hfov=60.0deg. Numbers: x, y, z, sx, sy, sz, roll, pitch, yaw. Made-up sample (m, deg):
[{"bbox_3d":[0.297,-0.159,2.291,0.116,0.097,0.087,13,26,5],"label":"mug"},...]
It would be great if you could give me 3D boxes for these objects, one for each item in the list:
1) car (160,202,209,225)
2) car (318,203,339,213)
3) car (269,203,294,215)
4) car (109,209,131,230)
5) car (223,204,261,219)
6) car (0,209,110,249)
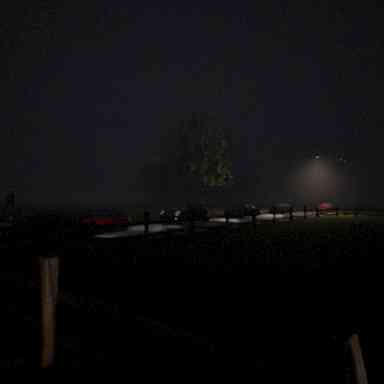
[{"bbox_3d":[-0.572,1.664,27.464,2.097,1.767,4.553,0,-1,38],"label":"car"},{"bbox_3d":[20.275,2.324,49.315,1.994,1.385,4.181,0,-1,38],"label":"car"},{"bbox_3d":[11.502,2.161,42.836,1.994,1.385,4.181,0,-1,38],"label":"car"},{"bbox_3d":[-5.840,1.748,20.739,1.994,1.385,4.181,0,-1,38],"label":"car"},{"bbox_3d":[5.334,2.000,35.006,2.033,1.411,5.357,0,-1,38],"label":"car"},{"bbox_3d":[-6.700,1.672,15.414,2.033,1.411,5.357,0,-1,35],"label":"car"}]
